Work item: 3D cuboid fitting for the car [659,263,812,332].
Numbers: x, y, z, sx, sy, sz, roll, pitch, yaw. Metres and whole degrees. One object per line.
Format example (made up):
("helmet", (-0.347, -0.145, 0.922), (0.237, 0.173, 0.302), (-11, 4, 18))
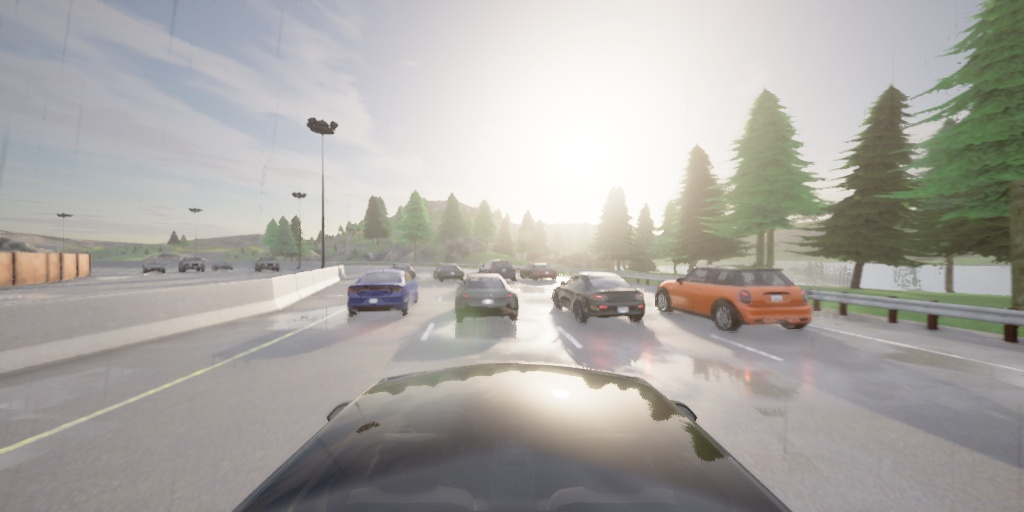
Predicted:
("car", (6.253, 1.049, 10.851), (2.097, 1.767, 4.553), (0, 0, -6))

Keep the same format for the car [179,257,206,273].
("car", (-42.046, 1.097, 47.110), (5.566, 2.045, 2.150), (0, 0, 42))

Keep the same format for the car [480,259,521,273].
("car", (-1.244, 1.054, 28.337), (2.097, 1.767, 4.553), (0, 0, -18))

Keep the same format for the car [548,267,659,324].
("car", (2.669, 1.240, 11.747), (1.812, 1.442, 4.674), (0, 0, -7))

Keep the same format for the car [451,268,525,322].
("car", (-0.969, 1.297, 12.399), (1.994, 1.385, 4.181), (0, 0, -8))

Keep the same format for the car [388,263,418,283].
("car", (-8.834, 1.307, 28.794), (1.994, 1.385, 4.181), (0, 0, -21))

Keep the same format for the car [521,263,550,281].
("car", (2.069, 1.245, 29.410), (1.994, 1.385, 4.181), (0, 0, -18))

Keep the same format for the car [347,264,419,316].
("car", (-4.654, 1.229, 13.492), (1.882, 1.535, 5.008), (0, 0, -9))

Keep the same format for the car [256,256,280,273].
("car", (-31.635, 1.047, 46.383), (2.150, 2.045, 5.566), (0, 0, -41))

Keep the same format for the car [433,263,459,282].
("car", (-5.164, 1.286, 28.962), (1.994, 1.385, 4.181), (0, 0, -20))

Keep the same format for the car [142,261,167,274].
("car", (-44.078, 1.415, 44.207), (4.892, 1.490, 1.837), (-1, 0, 42))
